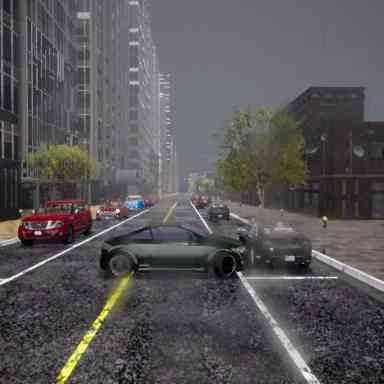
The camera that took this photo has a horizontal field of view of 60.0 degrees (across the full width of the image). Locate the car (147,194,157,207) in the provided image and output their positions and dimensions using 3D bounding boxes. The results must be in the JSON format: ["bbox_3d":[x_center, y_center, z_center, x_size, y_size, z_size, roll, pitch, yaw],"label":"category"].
[{"bbox_3d":[-6.932,1.299,49.628,2.192,1.841,5.009,-1,0,-1],"label":"car"}]

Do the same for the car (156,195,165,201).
[{"bbox_3d":[-7.767,1.497,82.656,1.752,1.417,4.829,-1,0,-1],"label":"car"}]

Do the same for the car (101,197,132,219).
[{"bbox_3d":[-6.362,1.432,26.768,1.967,1.590,4.097,-1,0,-1],"label":"car"}]

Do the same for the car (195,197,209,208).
[{"bbox_3d":[1.445,1.509,50.000,1.752,1.417,4.829,-1,0,-1],"label":"car"}]

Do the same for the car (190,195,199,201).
[{"bbox_3d":[0.607,1.538,83.027,1.947,1.339,4.313,-1,0,-1],"label":"car"}]

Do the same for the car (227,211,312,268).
[{"bbox_3d":[2.561,1.548,11.105,2.008,1.369,4.403,-1,0,-1],"label":"car"}]

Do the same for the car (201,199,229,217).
[{"bbox_3d":[2.041,1.543,26.964,2.008,1.369,4.403,-1,0,-1],"label":"car"}]

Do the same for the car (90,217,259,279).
[{"bbox_3d":[-0.457,1.557,9.504,4.181,1.385,1.994,0,0,-1],"label":"car"}]

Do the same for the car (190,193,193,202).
[{"bbox_3d":[0.884,1.291,71.962,2.192,1.841,5.009,-1,0,-1],"label":"car"}]

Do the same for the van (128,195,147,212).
[{"bbox_3d":[-6.651,1.329,38.562,1.690,1.788,3.998,-1,0,-1],"label":"van"}]

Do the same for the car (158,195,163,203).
[{"bbox_3d":[-7.350,1.522,66.227,1.887,1.381,4.507,-1,0,-1],"label":"car"}]

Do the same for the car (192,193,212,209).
[{"bbox_3d":[1.586,1.301,44.298,2.192,1.841,5.009,-1,0,-1],"label":"car"}]

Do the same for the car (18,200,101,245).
[{"bbox_3d":[-6.174,1.310,15.700,2.192,1.841,5.009,-1,0,-1],"label":"car"}]
